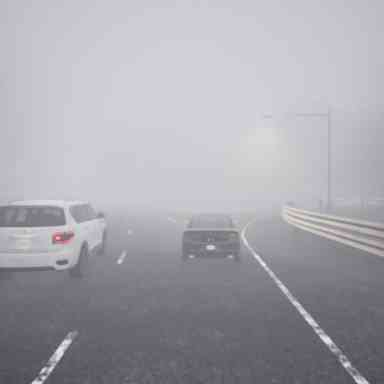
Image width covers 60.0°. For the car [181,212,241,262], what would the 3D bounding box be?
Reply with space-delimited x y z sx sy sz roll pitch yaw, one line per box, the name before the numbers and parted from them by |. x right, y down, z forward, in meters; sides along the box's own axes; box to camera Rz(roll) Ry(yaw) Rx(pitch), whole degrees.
car | 0.697 1.476 12.223 1.882 1.535 5.008 0 0 3

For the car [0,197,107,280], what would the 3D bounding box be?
car | -4.050 1.240 10.203 2.150 2.045 5.566 0 0 -5

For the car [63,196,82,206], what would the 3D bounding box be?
car | -21.471 1.576 59.528 1.882 1.535 5.008 0 0 -36

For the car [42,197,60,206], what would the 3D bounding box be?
car | -24.396 1.615 57.605 1.837 1.490 4.892 0 0 -36

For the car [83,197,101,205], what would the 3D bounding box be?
car | -18.546 1.611 61.450 1.812 1.442 4.674 0 0 -36
